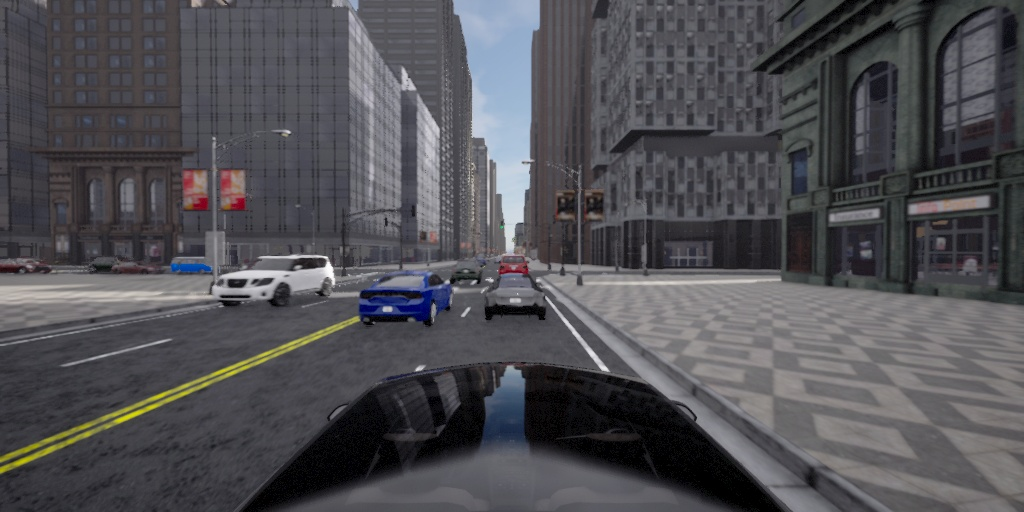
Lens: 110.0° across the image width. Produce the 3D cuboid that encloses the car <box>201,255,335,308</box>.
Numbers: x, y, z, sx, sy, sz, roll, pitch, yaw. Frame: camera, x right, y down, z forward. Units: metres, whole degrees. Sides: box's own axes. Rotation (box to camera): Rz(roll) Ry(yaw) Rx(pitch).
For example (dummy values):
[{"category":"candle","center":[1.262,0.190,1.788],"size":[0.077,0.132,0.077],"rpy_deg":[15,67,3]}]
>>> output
[{"category":"car","center":[-9.832,0.954,15.482],"size":[2.150,2.045,5.566],"rpy_deg":[0,0,0]}]

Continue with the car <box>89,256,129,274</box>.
[{"category":"car","center":[-41.123,0.900,37.525],"size":[4.553,1.767,2.097],"rpy_deg":[0,1,0]}]

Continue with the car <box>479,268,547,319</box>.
[{"category":"car","center":[0.103,1.298,12.683],"size":[1.994,1.385,4.181],"rpy_deg":[0,0,0]}]

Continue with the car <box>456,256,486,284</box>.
[{"category":"car","center":[-3.299,1.070,26.941],"size":[2.097,1.767,4.553],"rpy_deg":[0,0,-3]}]

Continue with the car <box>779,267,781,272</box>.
[{"category":"car","center":[33.187,1.172,40.809],"size":[4.553,1.767,2.097],"rpy_deg":[0,1,0]}]

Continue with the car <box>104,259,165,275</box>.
[{"category":"car","center":[-36.189,1.196,34.756],"size":[4.207,1.307,1.802],"rpy_deg":[0,0,0]}]

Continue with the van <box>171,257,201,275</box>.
[{"category":"van","center":[-30.540,0.984,34.750],"size":[3.998,1.789,1.690],"rpy_deg":[0,0,0]}]

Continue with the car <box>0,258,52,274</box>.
[{"category":"car","center":[-47.487,0.990,34.768],"size":[4.097,1.591,1.967],"rpy_deg":[0,0,0]}]

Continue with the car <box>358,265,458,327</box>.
[{"category":"car","center":[-3.145,1.214,11.558],"size":[1.882,1.535,5.008],"rpy_deg":[0,0,0]}]

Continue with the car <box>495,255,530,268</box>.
[{"category":"car","center":[0.155,0.938,27.214],"size":[2.150,2.045,5.566],"rpy_deg":[0,0,1]}]
